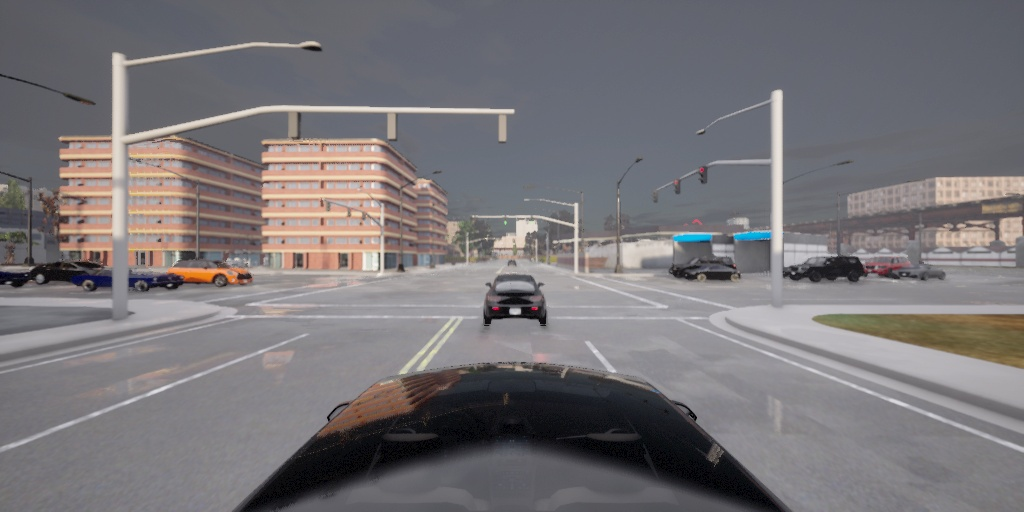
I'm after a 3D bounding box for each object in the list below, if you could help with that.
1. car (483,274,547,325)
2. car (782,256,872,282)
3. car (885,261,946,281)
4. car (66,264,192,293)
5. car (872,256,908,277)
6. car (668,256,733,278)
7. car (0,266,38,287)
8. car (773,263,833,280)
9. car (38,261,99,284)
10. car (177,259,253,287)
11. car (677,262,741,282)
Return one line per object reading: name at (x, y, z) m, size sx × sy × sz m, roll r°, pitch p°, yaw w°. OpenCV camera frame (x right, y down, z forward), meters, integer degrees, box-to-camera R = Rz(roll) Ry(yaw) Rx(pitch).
car at (0.091, 1.300, 11.786) m, size 1.812 × 1.442 × 4.674 m, roll 0°, pitch 0°, yaw 0°
car at (25.488, 1.038, 29.229) m, size 5.566 × 2.045 × 2.150 m, roll 0°, pitch 0°, yaw -5°
car at (35.284, 1.385, 31.156) m, size 4.181 × 1.385 × 1.994 m, roll 0°, pitch 0°, yaw -18°
car at (-20.938, 1.265, 19.741) m, size 4.718 × 1.301 × 1.895 m, roll 1°, pitch 0°, yaw 2°
car at (36.668, 1.053, 35.250) m, size 5.566 × 2.045 × 2.150 m, roll 0°, pitch 0°, yaw -22°
car at (17.227, 1.046, 32.542) m, size 5.566 × 2.045 × 2.150 m, roll 0°, pitch 0°, yaw 1°
car at (-30.053, 1.133, 19.917) m, size 4.718 × 1.301 × 1.895 m, roll 1°, pitch 0°, yaw 1°
car at (26.627, 1.389, 32.885) m, size 4.181 × 1.385 × 1.994 m, roll 0°, pitch 0°, yaw -8°
car at (-28.211, 1.074, 23.382) m, size 4.892 × 1.490 × 1.837 m, roll 1°, pitch 0°, yaw 1°
car at (-19.435, 1.039, 23.208) m, size 4.553 × 1.767 × 2.097 m, roll 1°, pitch 0°, yaw 1°
car at (16.135, 1.380, 29.109) m, size 4.181 × 1.385 × 1.994 m, roll 0°, pitch 0°, yaw 0°
